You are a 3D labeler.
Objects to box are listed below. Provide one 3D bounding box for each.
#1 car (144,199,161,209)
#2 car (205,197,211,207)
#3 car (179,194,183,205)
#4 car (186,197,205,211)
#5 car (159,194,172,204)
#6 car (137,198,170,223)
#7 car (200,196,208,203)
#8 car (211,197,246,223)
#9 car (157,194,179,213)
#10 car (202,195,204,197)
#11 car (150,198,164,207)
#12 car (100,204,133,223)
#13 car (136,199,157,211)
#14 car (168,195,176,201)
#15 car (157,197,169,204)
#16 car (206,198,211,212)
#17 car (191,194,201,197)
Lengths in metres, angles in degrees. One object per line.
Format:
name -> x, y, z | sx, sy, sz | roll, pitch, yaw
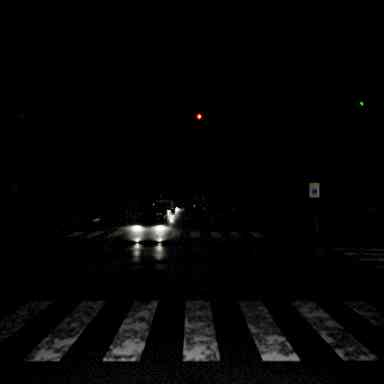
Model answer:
car -> -5.559, 1.622, 47.118 | 1.802, 1.307, 4.206 | 0, 0, 0
car -> 2.942, 1.584, 41.631 | 2.008, 1.369, 4.403 | 0, 0, 0
car -> -2.864, 1.531, 49.750 | 2.128, 1.511, 4.902 | 0, 0, 1
car -> 0.277, 1.596, 40.920 | 1.994, 1.385, 4.181 | 0, 0, 0
car -> -5.463, 1.382, 68.947 | 2.192, 1.841, 5.009 | 0, 0, 0
car -> -2.991, 1.492, 25.693 | 1.882, 1.535, 5.008 | 0, 0, 0
car -> 2.685, 1.582, 75.919 | 1.837, 1.490, 4.892 | 0, 0, 0
car -> 2.870, 1.329, 25.263 | 2.192, 1.841, 5.009 | 0, 0, 0
car -> -2.942, 1.249, 36.875 | 2.150, 2.045, 5.566 | 0, 0, 0
car -> 2.990, 1.487, 52.544 | 1.967, 1.590, 4.097 | 0, 0, 0
car -> -5.535, 1.628, 52.575 | 1.802, 1.307, 4.206 | 0, 0, 0
car -> -5.655, 1.579, 25.291 | 1.947, 1.339, 4.313 | 0, 0, 0
car -> -5.583, 1.584, 41.661 | 2.008, 1.369, 4.403 | 0, 0, 0
car -> -5.367, 1.544, 90.775 | 1.967, 1.590, 4.097 | 0, 0, 0
car -> -5.487, 1.642, 63.490 | 1.802, 1.307, 4.206 | 0, 0, 0
car -> 2.918, 1.592, 36.175 | 1.947, 1.339, 4.313 | 0, 0, 0
car -> 0.386, 1.590, 67.112 | 1.812, 1.442, 4.674 | 0, 0, 0
